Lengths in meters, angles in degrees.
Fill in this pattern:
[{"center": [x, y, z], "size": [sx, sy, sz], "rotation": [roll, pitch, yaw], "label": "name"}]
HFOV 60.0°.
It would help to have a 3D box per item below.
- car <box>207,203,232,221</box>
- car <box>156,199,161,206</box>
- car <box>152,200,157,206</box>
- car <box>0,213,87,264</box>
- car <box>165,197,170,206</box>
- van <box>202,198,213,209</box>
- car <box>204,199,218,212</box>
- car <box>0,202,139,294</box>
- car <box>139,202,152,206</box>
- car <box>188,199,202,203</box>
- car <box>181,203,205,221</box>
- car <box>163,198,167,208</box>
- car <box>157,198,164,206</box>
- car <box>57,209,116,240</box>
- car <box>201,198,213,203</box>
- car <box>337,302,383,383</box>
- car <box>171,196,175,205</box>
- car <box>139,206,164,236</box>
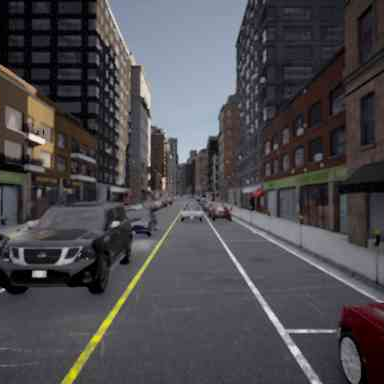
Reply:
[{"center": [2.650, 1.921, 30.360], "size": [1.802, 1.307, 4.206], "rotation": [1, -1, 0], "label": "car"}, {"center": [-5.898, 2.085, 47.109], "size": [1.947, 1.339, 4.313], "rotation": [1, -1, 0], "label": "car"}, {"center": [-5.895, 2.026, 41.524], "size": [1.947, 1.339, 4.313], "rotation": [1, -1, 0], "label": "car"}, {"center": [-5.878, 1.679, 13.427], "size": [1.752, 1.417, 4.829], "rotation": [1, -1, 0], "label": "car"}, {"center": [-5.905, 2.011, 63.869], "size": [2.192, 1.841, 5.009], "rotation": [1, -1, 0], "label": "car"}, {"center": [2.630, 1.977, 58.289], "size": [1.690, 1.788, 3.998], "rotation": [1, -1, 0], "label": "van"}, {"center": [2.647, 1.840, 35.947], "size": [1.967, 1.590, 4.097], "rotation": [1, -1, 0], "label": "car"}, {"center": [-3.097, 1.330, 9.470], "size": [2.150, 2.045, 5.566], "rotation": [0, -1, 0], "label": "car"}, {"center": [-5.892, 1.951, 35.938], "size": [2.008, 1.369, 4.403], "rotation": [1, -1, 0], "label": "car"}, {"center": [0.020, 2.063, 45.274], "size": [1.994, 1.385, 4.181], "rotation": [0, -1, 0], "label": "car"}, {"center": [-0.013, 1.944, 30.649], "size": [1.895, 1.301, 4.718], "rotation": [0, -1, 0], "label": "car"}, {"center": [-5.905, 2.219, 58.280], "size": [1.802, 1.307, 4.206], "rotation": [1, -1, 0], "label": "car"}, {"center": [-5.901, 2.102, 52.525], "size": [1.752, 1.417, 4.829], "rotation": [1, -1, 0], "label": "car"}, {"center": [-5.882, 1.769, 19.182], "size": [2.008, 1.369, 4.403], "rotation": [1, -1, 0], "label": "car"}, {"center": [2.638, 1.958, 47.117], "size": [1.967, 1.590, 4.097], "rotation": [1, -1, 0], "label": "car"}, {"center": [2.674, 1.573, 2.433], "size": [1.887, 1.381, 4.507], "rotation": [1, -1, 0], "label": "car"}, {"center": [-5.916, 2.182, 80.625], "size": [2.192, 1.841, 5.009], "rotation": [1, -1, 0], "label": "car"}, {"center": [-3.105, 1.776, 20.129], "size": [2.033, 1.411, 5.357], "rotation": [0, -1, 0], "label": "car"}]
